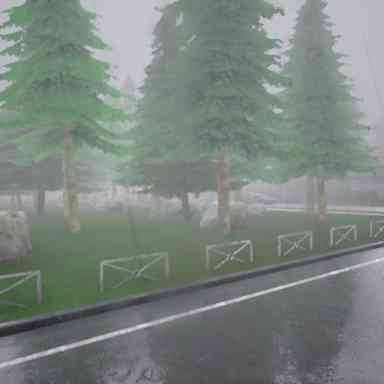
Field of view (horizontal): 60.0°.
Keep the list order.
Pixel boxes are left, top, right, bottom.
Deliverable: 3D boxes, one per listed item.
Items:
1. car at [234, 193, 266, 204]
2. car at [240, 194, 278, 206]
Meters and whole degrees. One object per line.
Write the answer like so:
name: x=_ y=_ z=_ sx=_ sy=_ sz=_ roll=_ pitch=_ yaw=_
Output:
car: x=8.648 y=0.938 z=49.754 sx=1.837 sy=1.490 sz=4.892 roll=-2 pitch=1 yaw=-33
car: x=8.832 y=1.017 z=42.863 sx=1.837 sy=1.490 sz=4.892 roll=-1 pitch=1 yaw=-34
